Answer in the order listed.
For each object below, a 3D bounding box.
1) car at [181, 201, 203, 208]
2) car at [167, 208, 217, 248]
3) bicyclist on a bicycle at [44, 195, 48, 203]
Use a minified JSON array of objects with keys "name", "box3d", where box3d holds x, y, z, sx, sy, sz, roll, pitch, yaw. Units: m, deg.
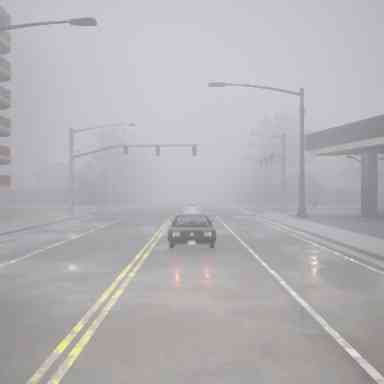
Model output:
[{"name":"car","box3d":[0.000,1.532,29.650,1.812,1.442,4.674,0,0,0]},{"name":"car","box3d":[0.000,1.615,14.680,1.895,1.301,4.718,0,0,0]},{"name":"bicyclist on a bicycle","box3d":[-26.493,1.299,60.491,0.582,1.620,1.656,0,0,1]}]
